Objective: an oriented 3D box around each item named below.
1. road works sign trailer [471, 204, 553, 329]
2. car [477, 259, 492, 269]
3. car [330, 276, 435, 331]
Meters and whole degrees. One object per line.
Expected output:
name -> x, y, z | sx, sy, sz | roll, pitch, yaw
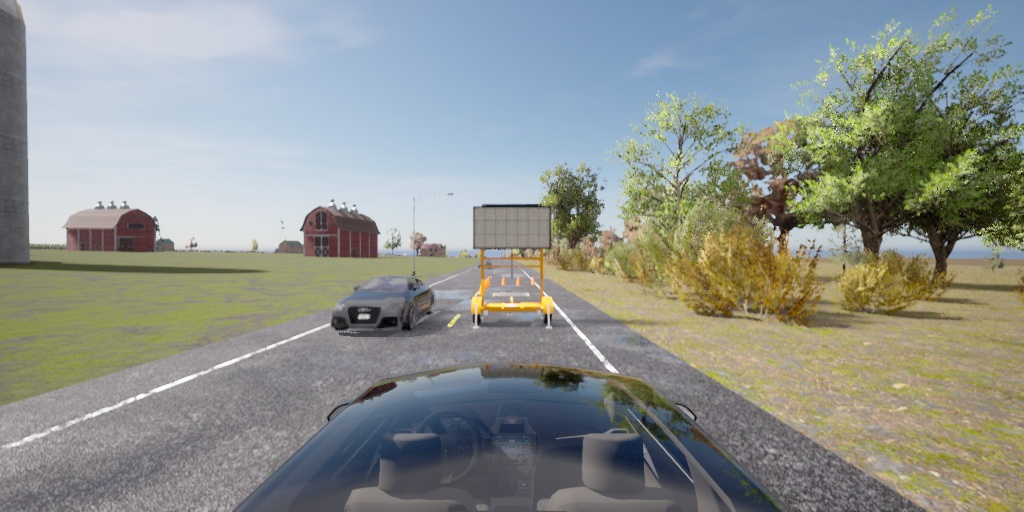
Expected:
road works sign trailer -> 0.000, 0.191, 11.194 | 2.380, 3.560, 2.880 | 0, 0, 0
car -> -4.058, 1.122, 53.298 | 2.128, 1.511, 4.902 | 0, 0, -1
car -> -3.621, 1.292, 10.757 | 1.994, 1.385, 4.181 | 0, 0, 0
